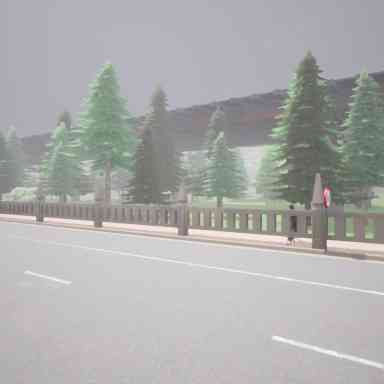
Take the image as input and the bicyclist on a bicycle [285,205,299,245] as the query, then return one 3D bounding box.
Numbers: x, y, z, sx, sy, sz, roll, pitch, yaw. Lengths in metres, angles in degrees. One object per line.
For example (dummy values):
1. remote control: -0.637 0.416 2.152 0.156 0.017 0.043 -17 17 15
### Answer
1. bicyclist on a bicycle: 4.113 1.343 13.594 0.582 1.620 1.656 0 -3 35
